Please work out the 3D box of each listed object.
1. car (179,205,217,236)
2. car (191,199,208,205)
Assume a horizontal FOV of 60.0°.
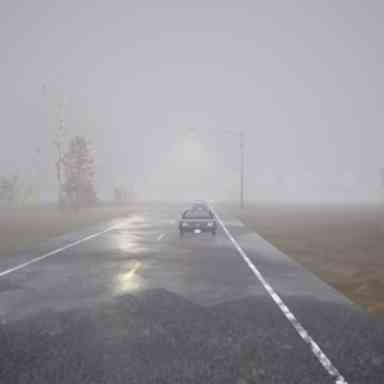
[{"bbox_3d":[0.323,1.601,18.313,1.895,1.301,4.718,0,0,1],"label":"car"},{"bbox_3d":[0.816,1.525,36.007,1.812,1.442,4.674,0,0,2],"label":"car"}]
